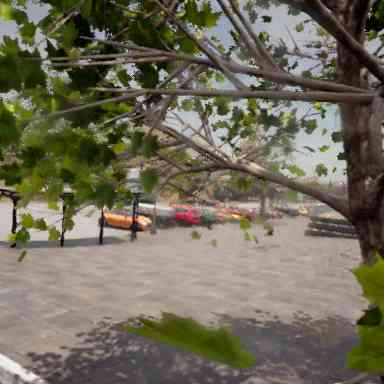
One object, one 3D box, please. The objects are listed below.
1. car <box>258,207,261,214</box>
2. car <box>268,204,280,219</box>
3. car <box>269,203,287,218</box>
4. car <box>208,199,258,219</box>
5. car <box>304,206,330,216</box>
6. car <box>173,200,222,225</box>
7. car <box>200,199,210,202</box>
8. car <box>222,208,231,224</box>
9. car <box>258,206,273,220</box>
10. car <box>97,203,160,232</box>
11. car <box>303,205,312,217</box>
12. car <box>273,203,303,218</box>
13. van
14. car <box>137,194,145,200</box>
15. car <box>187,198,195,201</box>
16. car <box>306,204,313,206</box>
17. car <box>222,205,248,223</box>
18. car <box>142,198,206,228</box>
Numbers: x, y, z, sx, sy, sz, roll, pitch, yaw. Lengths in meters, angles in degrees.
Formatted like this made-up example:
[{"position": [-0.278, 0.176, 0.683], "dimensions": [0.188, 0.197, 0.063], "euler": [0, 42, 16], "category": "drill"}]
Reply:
[{"position": [6.885, 2.986, 45.098], "dimensions": [4.792, 1.488, 2.163], "euler": [7, 2, 16], "category": "car"}, {"position": [10.407, 3.009, 49.951], "dimensions": [4.553, 1.767, 2.185], "euler": [7, 3, 16], "category": "car"}, {"position": [12.100, 3.092, 52.410], "dimensions": [4.553, 1.767, 2.185], "euler": [7, 2, 16], "category": "car"}, {"position": [5.159, 2.622, 42.651], "dimensions": [5.566, 2.045, 2.435], "euler": [7, 2, 16], "category": "car"}, {"position": [27.870, 4.142, 74.321], "dimensions": [5.008, 1.535, 2.097], "euler": [7, 2, 16], "category": "car"}, {"position": [-0.124, 2.364, 35.352], "dimensions": [5.566, 2.045, 2.435], "euler": [7, 2, 16], "category": "car"}, {"position": [2.981, 2.059, 63.316], "dimensions": [2.033, 1.411, 5.357], "euler": [7, 2, 36], "category": "car"}, {"position": [1.581, 2.736, 37.806], "dimensions": [4.674, 1.452, 2.002], "euler": [7, 2, 16], "category": "car"}, {"position": [8.616, 3.044, 47.529], "dimensions": [4.892, 1.521, 2.231], "euler": [7, 3, 16], "category": "car"}, {"position": [-5.548, 2.218, 28.106], "dimensions": [4.553, 1.767, 2.185], "euler": [7, 2, 16], "category": "car"}, {"position": [19.301, 3.628, 62.095], "dimensions": [5.366, 1.575, 1.946], "euler": [7, 2, 16], "category": "car"}, {"position": [15.676, 3.163, 57.263], "dimensions": [5.566, 2.045, 2.435], "euler": [7, 2, 16], "category": "car"}, {"position": [-3.821, 2.198, 30.534], "dimensions": [4.442, 1.987, 1.878], "euler": [7, 3, 16], "category": "van"}, {"position": [-7.592, 1.196, 48.656], "dimensions": [2.150, 2.045, 5.566], "euler": [7, 2, 36], "category": "car"}, {"position": [-1.467, 1.592, 62.259], "dimensions": [1.882, 1.535, 5.008], "euler": [7, 2, 36], "category": "car"}, {"position": [20.693, 3.687, 64.623], "dimensions": [5.366, 1.575, 1.946], "euler": [7, 2, 16], "category": "car"}, {"position": [3.527, 2.801, 40.183], "dimensions": [5.366, 1.575, 1.946], "euler": [7, 2, 16], "category": "car"}, {"position": [-1.954, 2.271, 32.930], "dimensions": [5.566, 2.045, 2.435], "euler": [7, 3, 16], "category": "car"}]
